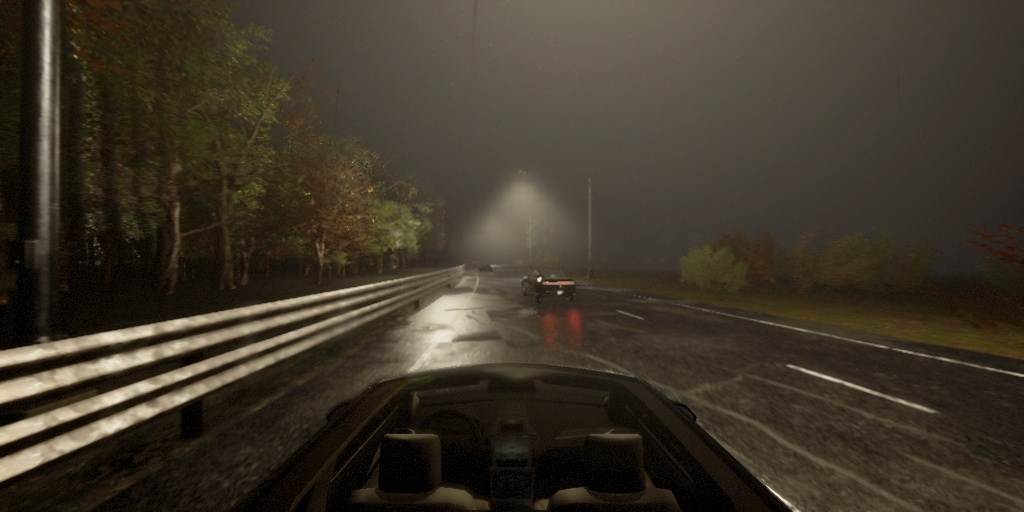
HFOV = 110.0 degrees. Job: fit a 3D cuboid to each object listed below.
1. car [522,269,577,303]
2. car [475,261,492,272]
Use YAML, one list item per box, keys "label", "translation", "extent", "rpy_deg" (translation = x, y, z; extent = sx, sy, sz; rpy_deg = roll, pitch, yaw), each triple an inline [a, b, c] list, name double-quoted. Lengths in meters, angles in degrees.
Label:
- label: "car"
  translation: [1.699, 1.395, 17.751]
  extent: [2.128, 1.511, 4.902]
  rpy_deg: [0, -1, -9]
- label: "car"
  translation: [-4.345, 1.777, 57.575]
  extent: [1.994, 1.385, 4.181]
  rpy_deg: [0, 0, -9]
